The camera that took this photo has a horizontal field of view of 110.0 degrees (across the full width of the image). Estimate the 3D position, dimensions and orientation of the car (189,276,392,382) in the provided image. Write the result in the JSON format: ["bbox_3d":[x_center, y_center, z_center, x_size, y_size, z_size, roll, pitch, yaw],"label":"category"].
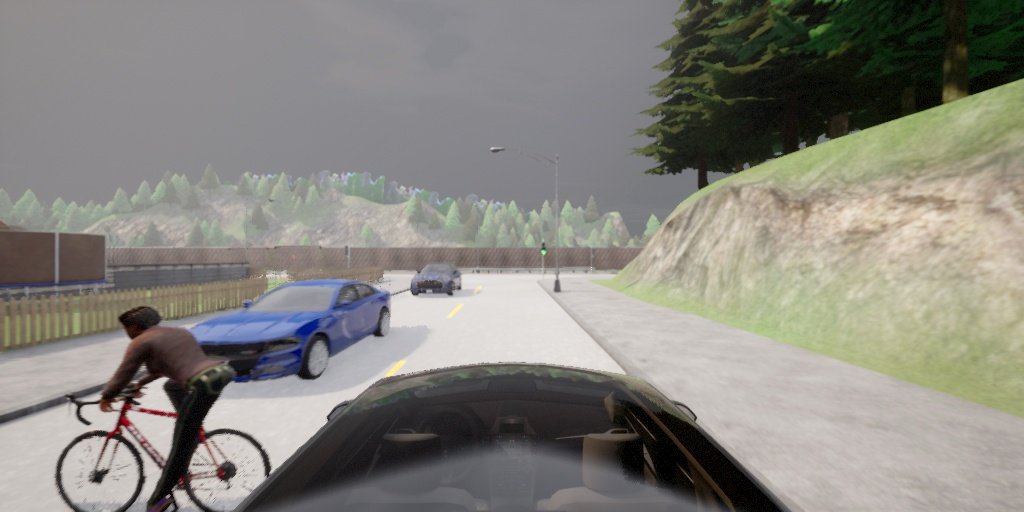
[{"bbox_3d":[-4.106,1.243,7.513,1.882,1.535,5.008,0,0,0],"label":"car"}]

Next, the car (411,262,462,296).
[{"bbox_3d":[-4.039,1.149,19.771,2.097,1.767,4.553,0,0,0],"label":"car"}]

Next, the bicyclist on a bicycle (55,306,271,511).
[{"bbox_3d":[-2.674,1.206,2.743,1.656,1.620,0.582,-1,0,0],"label":"bicyclist on a bicycle"}]
